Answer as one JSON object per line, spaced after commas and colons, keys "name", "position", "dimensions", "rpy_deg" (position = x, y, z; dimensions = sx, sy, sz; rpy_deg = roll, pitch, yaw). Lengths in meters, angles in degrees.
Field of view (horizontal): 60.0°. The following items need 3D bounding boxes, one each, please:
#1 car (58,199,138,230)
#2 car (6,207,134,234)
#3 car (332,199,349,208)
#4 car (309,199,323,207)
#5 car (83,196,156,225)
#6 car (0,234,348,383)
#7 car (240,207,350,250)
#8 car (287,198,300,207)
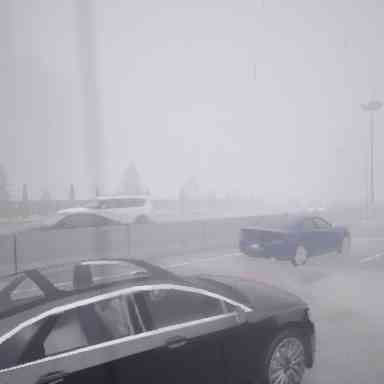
{"name": "car", "position": [-6.095, 1.370, 21.889], "dimensions": [4.553, 1.767, 2.097], "rpy_deg": [0, 0, -42]}
{"name": "car", "position": [-5.005, 1.530, 13.641], "dimensions": [4.674, 1.442, 1.812], "rpy_deg": [0, 0, -39]}
{"name": "car", "position": [20.893, 1.707, 46.782], "dimensions": [1.994, 1.385, 4.181], "rpy_deg": [0, 0, 24]}
{"name": "car", "position": [19.355, 1.777, 51.857], "dimensions": [1.895, 1.301, 4.718], "rpy_deg": [0, 0, 22]}
{"name": "car", "position": [-4.639, 1.234, 18.442], "dimensions": [5.566, 2.045, 2.150], "rpy_deg": [0, 0, -41]}
{"name": "car", "position": [-0.682, 1.491, 3.455], "dimensions": [4.902, 1.511, 2.128], "rpy_deg": [0, 0, -36]}
{"name": "car", "position": [3.739, 1.486, 11.654], "dimensions": [5.008, 1.535, 1.882], "rpy_deg": [0, 0, -42]}
{"name": "car", "position": [17.193, 1.685, 56.027], "dimensions": [1.882, 1.535, 5.008], "rpy_deg": [0, 0, 20]}
